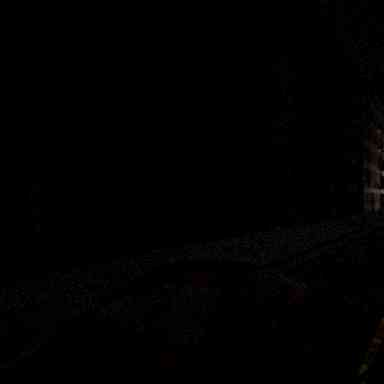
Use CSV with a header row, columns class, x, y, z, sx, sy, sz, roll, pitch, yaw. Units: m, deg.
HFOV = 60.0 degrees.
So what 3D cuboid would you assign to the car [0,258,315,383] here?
class,x,y,z,sx,sy,sz,roll,pitch,yaw
car,0.018,1.603,3.848,1.812,1.442,4.674,-1,-1,37
